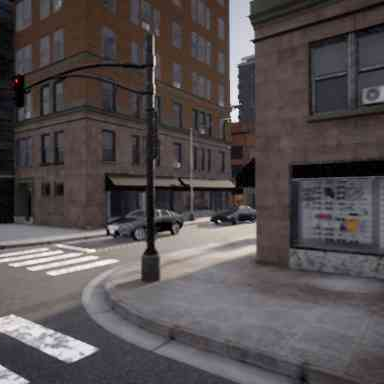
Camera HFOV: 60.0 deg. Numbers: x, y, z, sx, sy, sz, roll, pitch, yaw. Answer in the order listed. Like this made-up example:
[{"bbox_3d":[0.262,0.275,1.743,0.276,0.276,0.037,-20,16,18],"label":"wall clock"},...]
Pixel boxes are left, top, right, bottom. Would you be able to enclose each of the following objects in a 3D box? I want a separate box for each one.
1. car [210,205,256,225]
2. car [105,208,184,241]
[{"bbox_3d":[3.511,1.756,26.319,2.033,1.411,5.357,-1,-1,35],"label":"car"},{"bbox_3d":[-2.422,1.658,18.020,2.128,1.511,4.902,-1,-1,36],"label":"car"}]
